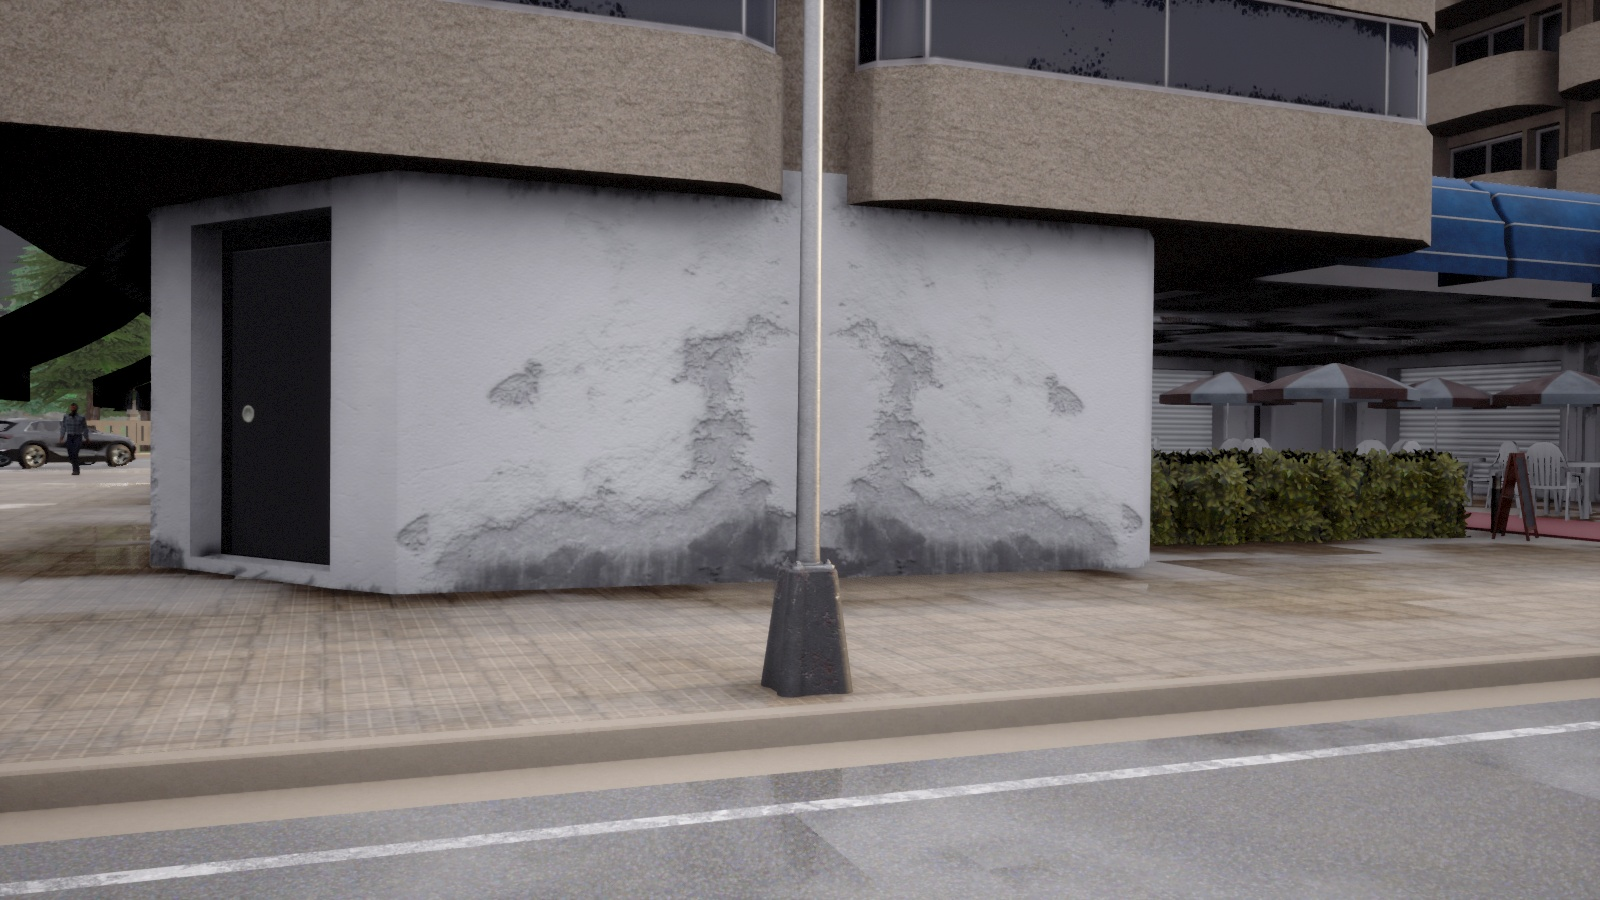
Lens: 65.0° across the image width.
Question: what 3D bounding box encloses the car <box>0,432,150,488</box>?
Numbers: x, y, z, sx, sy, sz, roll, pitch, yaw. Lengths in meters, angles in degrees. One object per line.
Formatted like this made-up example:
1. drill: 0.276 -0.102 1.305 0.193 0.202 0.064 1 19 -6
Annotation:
1. car: -23.949 0.270 40.658 2.033 1.649 4.856 0 1 26

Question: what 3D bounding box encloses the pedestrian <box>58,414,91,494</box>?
1. pedestrian: -17.879 0.083 30.961 0.423 1.949 0.788 -1 1 -11
